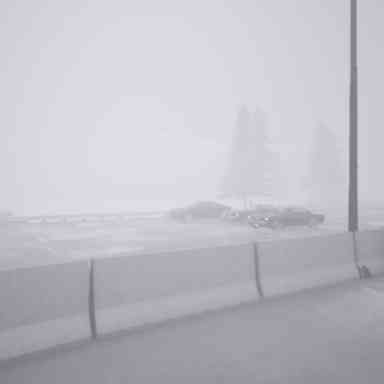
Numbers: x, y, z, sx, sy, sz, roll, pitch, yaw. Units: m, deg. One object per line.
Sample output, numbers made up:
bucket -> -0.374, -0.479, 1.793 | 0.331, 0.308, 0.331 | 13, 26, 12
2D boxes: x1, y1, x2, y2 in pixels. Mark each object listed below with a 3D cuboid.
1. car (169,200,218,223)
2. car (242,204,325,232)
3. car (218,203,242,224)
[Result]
car -> 0.688, 1.405, 24.887 | 5.008, 1.535, 1.882 | 0, 0, -29
car -> 5.545, 1.549, 19.631 | 4.718, 1.301, 1.895 | 0, 0, -29
car -> 4.443, 1.538, 23.013 | 4.718, 1.301, 1.895 | 0, 0, -29
